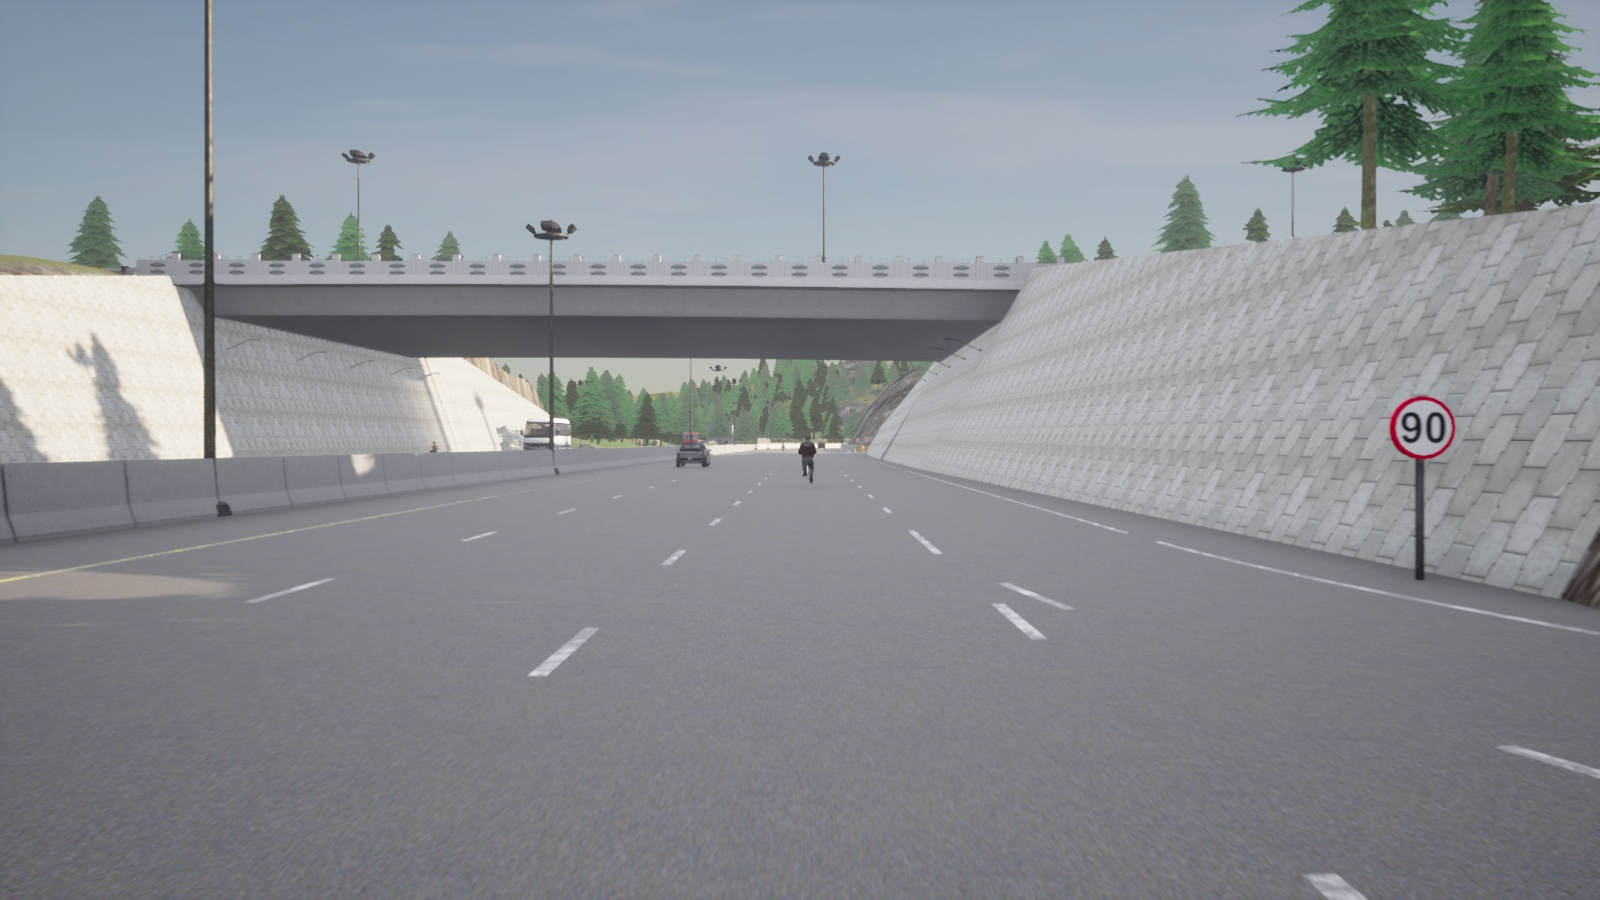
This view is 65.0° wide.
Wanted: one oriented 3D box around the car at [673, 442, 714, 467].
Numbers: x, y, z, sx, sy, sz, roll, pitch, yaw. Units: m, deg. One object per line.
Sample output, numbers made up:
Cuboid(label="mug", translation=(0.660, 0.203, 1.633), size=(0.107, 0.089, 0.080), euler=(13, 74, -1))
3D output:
Cuboid(label="car", translation=(-6.543, 0.260, 77.568), size=(2.128, 1.511, 4.902), euler=(0, 0, 0))
